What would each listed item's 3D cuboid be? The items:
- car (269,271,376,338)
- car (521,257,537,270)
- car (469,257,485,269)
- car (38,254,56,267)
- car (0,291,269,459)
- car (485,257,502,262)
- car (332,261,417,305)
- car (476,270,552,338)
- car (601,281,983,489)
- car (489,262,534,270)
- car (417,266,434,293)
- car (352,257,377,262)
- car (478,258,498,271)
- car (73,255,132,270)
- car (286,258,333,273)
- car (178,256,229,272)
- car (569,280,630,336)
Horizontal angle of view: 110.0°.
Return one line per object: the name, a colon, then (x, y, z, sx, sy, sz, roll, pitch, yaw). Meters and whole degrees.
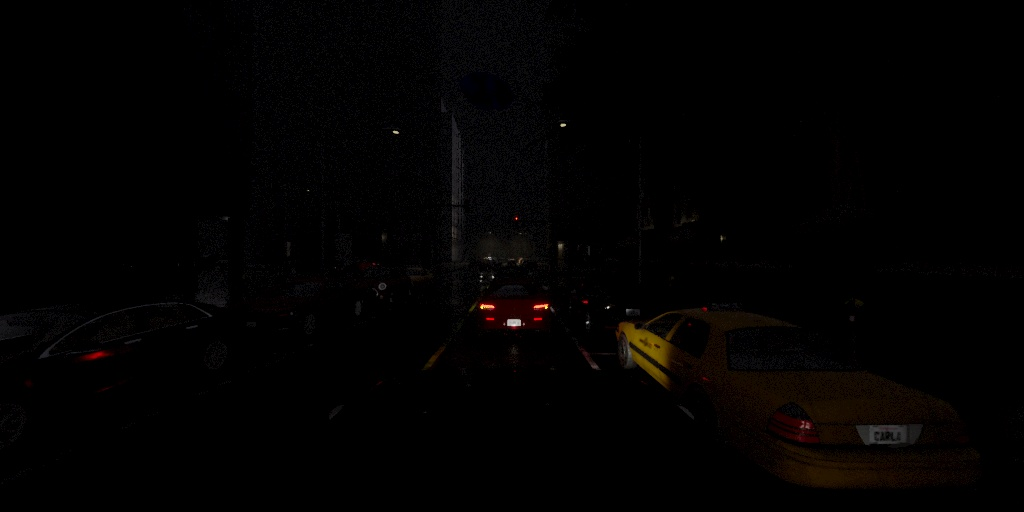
car: (-5.771, 1.295, 10.213, 1.888, 1.381, 4.507, 0, 0, 0)
car: (2.703, 1.202, 53.107, 1.967, 1.591, 4.097, 0, 0, 0)
car: (-5.829, 1.079, 58.535, 2.192, 1.841, 5.009, 0, 0, 0)
car: (-48.236, 0.417, 35.630, 4.181, 1.385, 1.994, 1, 0, 0)
car: (-5.765, 1.300, 4.756, 2.007, 1.370, 4.403, 0, 0, 0)
car: (-3.151, 1.328, 57.913, 1.994, 1.385, 4.181, 0, 0, 0)
car: (-5.778, 1.191, 15.670, 1.967, 1.591, 4.097, 0, 0, 0)
car: (0.061, 1.276, 10.059, 1.812, 1.442, 4.674, 0, 0, 0)
car: (2.760, 1.275, 4.939, 1.751, 1.417, 4.829, 0, 0, 0)
car: (-0.001, 1.256, 18.925, 1.837, 1.490, 4.892, 0, 0, 0)
car: (-5.784, 1.277, 20.957, 1.751, 1.417, 4.829, 0, 0, 0)
car: (-15.521, 0.828, 35.779, 4.553, 1.767, 2.097, 1, 0, 0)
car: (-3.152, 1.286, 47.945, 1.812, 1.442, 4.674, 0, 0, 0)
car: (-37.280, 0.622, 32.517, 4.181, 1.385, 1.994, 1, 0, -1)
car: (-17.857, 0.936, 32.571, 4.892, 1.490, 1.837, 1, 0, 0)
car: (-27.357, 0.752, 32.542, 4.892, 1.490, 1.837, 1, 0, 0)
car: (2.754, 1.316, 10.225, 1.948, 1.339, 4.313, 0, 0, 0)
